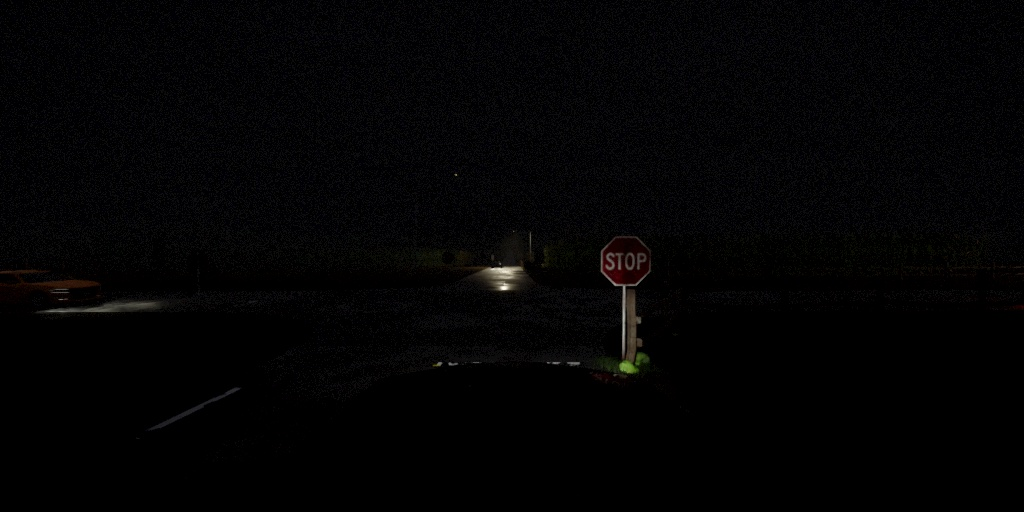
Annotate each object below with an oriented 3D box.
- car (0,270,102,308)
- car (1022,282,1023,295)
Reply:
[{"bbox_3d":[-20.655,1.346,15.301,5.008,1.535,1.882,0,2,0],"label":"car"},{"bbox_3d":[25.342,1.109,15.395,4.553,1.767,2.097,0,2,0],"label":"car"}]
